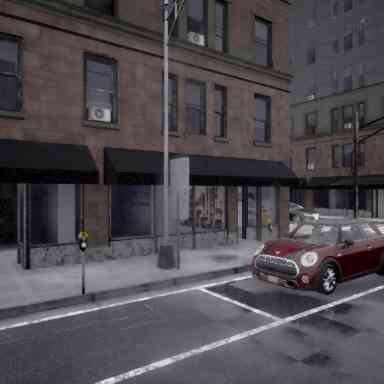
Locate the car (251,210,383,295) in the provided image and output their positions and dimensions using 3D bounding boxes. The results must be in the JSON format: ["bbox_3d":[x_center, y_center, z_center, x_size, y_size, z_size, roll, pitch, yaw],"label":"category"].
[{"bbox_3d":[3.443,1.440,8.658,4.097,1.590,1.967,0,0,-36],"label":"car"}]

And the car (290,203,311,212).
[{"bbox_3d":[7.045,1.537,24.612,2.128,1.511,4.902,0,0,-35],"label":"car"}]
